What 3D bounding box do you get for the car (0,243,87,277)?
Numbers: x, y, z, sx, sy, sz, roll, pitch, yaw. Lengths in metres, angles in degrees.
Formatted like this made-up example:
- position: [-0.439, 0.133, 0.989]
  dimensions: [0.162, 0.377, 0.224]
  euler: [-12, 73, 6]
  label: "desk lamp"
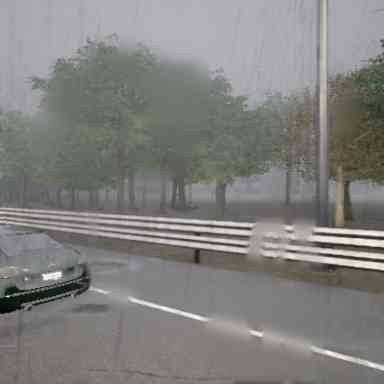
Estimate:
- position: [-3.950, 1.370, 6.770]
  dimensions: [4.181, 1.385, 1.994]
  euler: [0, 0, 37]
  label: "car"
